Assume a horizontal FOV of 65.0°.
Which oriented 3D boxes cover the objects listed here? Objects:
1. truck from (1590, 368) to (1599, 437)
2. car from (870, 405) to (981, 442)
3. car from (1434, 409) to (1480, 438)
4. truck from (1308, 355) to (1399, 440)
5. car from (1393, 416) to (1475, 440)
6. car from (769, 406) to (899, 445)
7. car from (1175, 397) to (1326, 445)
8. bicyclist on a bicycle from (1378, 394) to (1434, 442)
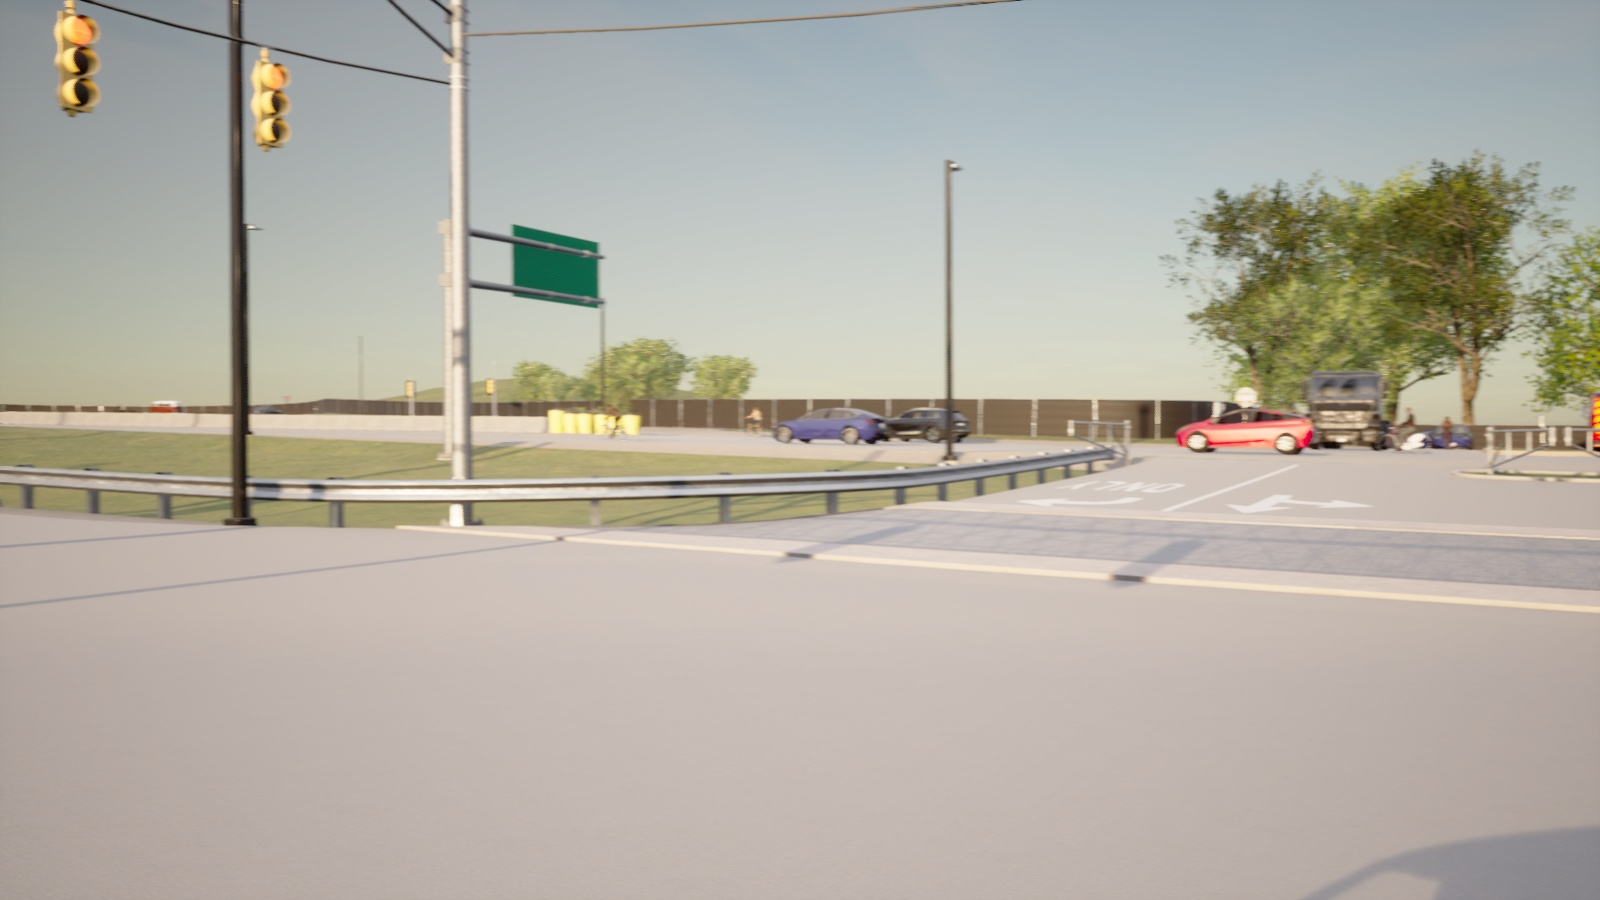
[{"bbox_3d":[47.158,-2.680,71.882,2.891,3.827,8.468,-1,0,30],"label":"truck"},{"bbox_3d":[5.763,-1.238,58.185,4.856,1.649,2.033,1,2,43],"label":"car"},{"bbox_3d":[36.019,-1.431,68.773,2.163,1.488,4.792,-1,0,29],"label":"car"},{"bbox_3d":[24.551,-2.241,55.443,2.891,3.462,7.936,0,1,29],"label":"truck"},{"bbox_3d":[41.478,-1.459,82.188,4.674,1.442,1.812,-1,0,-14],"label":"car"},{"bbox_3d":[1.356,-0.960,50.455,4.792,1.488,2.163,0,1,30],"label":"car"},{"bbox_3d":[15.244,-0.964,42.538,4.514,1.525,2.007,0,1,30],"label":"car"},{"bbox_3d":[22.725,-1.194,47.067,1.843,1.776,0.659,0,1,30],"label":"bicyclist on a bicycle"}]
